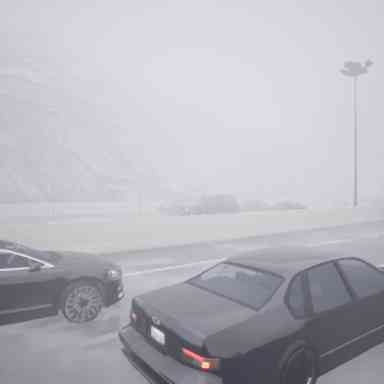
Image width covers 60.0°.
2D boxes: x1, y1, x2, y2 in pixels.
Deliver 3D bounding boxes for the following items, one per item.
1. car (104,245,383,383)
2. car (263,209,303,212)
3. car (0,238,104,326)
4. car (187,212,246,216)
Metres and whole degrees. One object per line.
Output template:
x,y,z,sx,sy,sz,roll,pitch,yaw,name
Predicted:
1.682,1.548,4.949,5.357,1.411,2.033,0,0,-36,car
7.510,1.493,27.213,4.902,1.511,2.128,0,0,-40,car
-3.561,1.492,5.506,4.902,1.511,2.128,0,0,-35,car
1.394,1.222,26.769,5.566,2.045,2.150,0,0,-38,car
